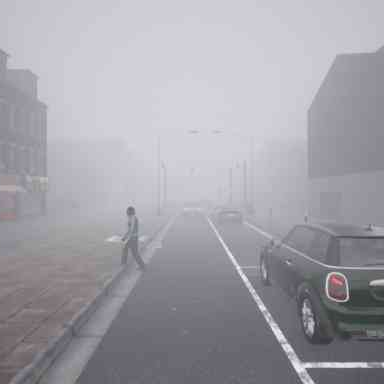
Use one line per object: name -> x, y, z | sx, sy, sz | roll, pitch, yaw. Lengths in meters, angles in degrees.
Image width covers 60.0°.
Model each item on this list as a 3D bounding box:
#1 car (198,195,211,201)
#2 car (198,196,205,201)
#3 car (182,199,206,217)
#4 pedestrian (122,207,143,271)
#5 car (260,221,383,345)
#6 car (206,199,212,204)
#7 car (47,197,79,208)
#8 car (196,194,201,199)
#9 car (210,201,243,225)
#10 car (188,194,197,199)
car -> 2.601, 1.633, 59.024 | 1.887, 1.381, 4.507 | 0, 0, 0
car -> 2.576, 1.803, 93.101 | 1.947, 1.339, 4.313 | 0, 0, 0
car -> 0.058, 1.624, 31.285 | 1.895, 1.301, 4.718 | 0, 0, 0
pedestrian -> -1.680, 1.295, 9.366 | 0.375, 1.860, 0.375 | 0, 0, 0
car -> 2.746, 1.352, 6.559 | 2.097, 1.767, 4.553 | 0, 0, 0
car -> 2.621, 1.571, 29.994 | 2.008, 1.369, 4.403 | 0, 0, 0
car -> -18.451, 1.514, 46.922 | 4.892, 1.490, 1.837 | 0, 0, 0
car -> 2.588, 1.717, 76.063 | 1.947, 1.339, 4.313 | 0, 0, 0
car -> 2.625, 1.579, 24.318 | 1.947, 1.339, 4.313 | 0, 0, 0
car -> -0.058, 1.745, 88.740 | 2.033, 1.411, 5.357 | 0, 0, 0
